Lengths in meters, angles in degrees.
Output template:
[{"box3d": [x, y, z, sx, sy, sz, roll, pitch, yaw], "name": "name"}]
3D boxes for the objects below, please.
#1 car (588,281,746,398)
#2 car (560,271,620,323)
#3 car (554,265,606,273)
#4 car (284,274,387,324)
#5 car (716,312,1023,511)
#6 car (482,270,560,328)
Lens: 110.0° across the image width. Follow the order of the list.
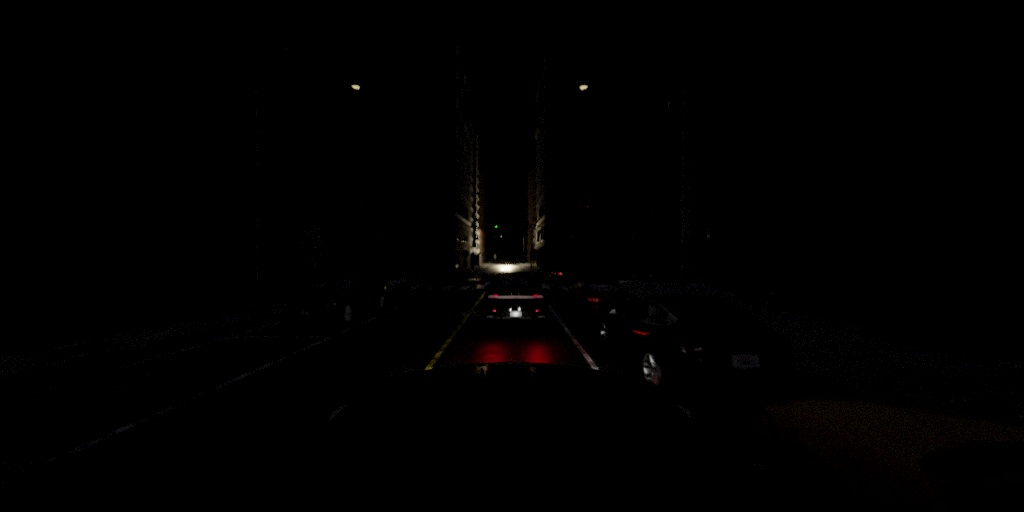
[{"box3d": [2.874, 1.330, 6.470, 1.948, 1.339, 4.313, 0, 0, 0], "name": "car"}, {"box3d": [2.875, 1.363, 12.056, 1.802, 1.307, 4.207, 0, 0, 0], "name": "car"}, {"box3d": [5.753, 1.382, 28.338, 5.357, 1.411, 2.033, 0, 0, -18], "name": "car"}, {"box3d": [-5.670, 1.325, 12.055, 1.888, 1.381, 4.507, 0, 0, 0], "name": "car"}, {"box3d": [2.873, 1.273, 1.054, 1.751, 1.417, 4.829, 0, 0, 0], "name": "car"}, {"box3d": [0.098, 1.271, 11.581, 2.128, 1.511, 4.902, 0, 0, 0], "name": "car"}]
